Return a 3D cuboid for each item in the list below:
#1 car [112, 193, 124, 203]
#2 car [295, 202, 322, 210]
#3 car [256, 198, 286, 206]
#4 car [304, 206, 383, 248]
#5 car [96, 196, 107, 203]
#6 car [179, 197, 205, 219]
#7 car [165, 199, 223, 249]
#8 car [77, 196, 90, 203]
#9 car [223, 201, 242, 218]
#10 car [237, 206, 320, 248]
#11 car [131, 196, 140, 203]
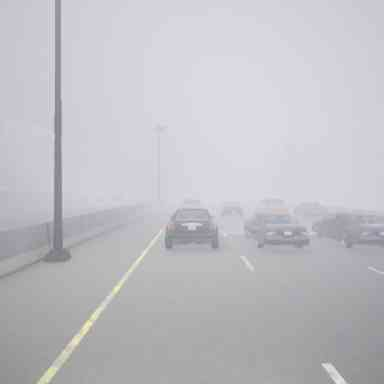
[{"bbox_3d":[-15.496,1.185,70.082,2.150,2.045,5.566,0,0,-8],"label":"car"},{"bbox_3d":[10.500,1.570,29.650,1.994,1.385,4.181,0,0,0],"label":"car"},{"bbox_3d":[7.000,1.364,29.620,2.097,1.767,4.553,0,0,0],"label":"car"},{"bbox_3d":[7.000,1.560,14.650,2.033,1.411,5.357,0,0,0],"label":"car"},{"bbox_3d":[-18.946,1.558,69.493,1.895,1.301,4.718,0,0,-8],"label":"car"},{"bbox_3d":[0.000,1.364,29.620,2.097,1.767,4.553,0,0,0],"label":"car"},{"bbox_3d":[0.000,1.363,14.620,2.097,1.767,4.553,0,0,0],"label":"car"},{"bbox_3d":[-22.396,1.562,68.903,1.895,1.301,4.718,0,0,-8],"label":"car"},{"bbox_3d":[3.500,1.530,29.650,1.812,1.442,4.674,0,0,0],"label":"car"},{"bbox_3d":[3.500,1.560,14.650,2.033,1.411,5.357,0,0,0],"label":"car"},{"bbox_3d":[-12.046,1.551,70.670,1.895,1.301,4.718,0,0,-8],"label":"car"}]
